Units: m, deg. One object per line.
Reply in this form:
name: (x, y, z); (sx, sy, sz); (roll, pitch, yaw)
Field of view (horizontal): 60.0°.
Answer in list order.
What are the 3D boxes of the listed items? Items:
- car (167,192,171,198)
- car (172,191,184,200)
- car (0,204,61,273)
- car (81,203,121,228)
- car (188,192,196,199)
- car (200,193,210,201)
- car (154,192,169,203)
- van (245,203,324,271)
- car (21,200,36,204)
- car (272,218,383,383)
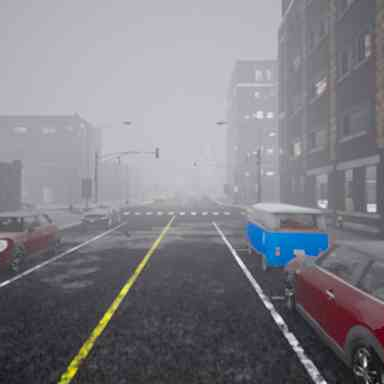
car: (-5.661, 1.153, 64.741); (1.887, 1.381, 4.507); (1, 0, 0)
car: (-2.982, 0.756, 77.405); (2.150, 2.045, 5.566); (0, 0, 0)
car: (-5.672, 1.378, 10.290); (1.967, 1.590, 4.097); (1, 0, 0)
car: (-5.672, 1.424, 21.104); (2.008, 1.369, 4.403); (1, 0, 0)
car: (0.022, 0.989, 87.144); (1.812, 1.442, 4.674); (0, 0, 0)
car: (2.723, 1.013, 70.486); (1.967, 1.590, 4.097); (1, 0, 0)
car: (-5.738, 1.187, 59.059); (1.887, 1.381, 4.507); (1, 0, 0)
van: (2.710, 1.279, 10.280); (1.690, 1.788, 3.998); (1, 0, 0)
car: (-19.291, 1.393, 36.362); (4.507, 1.381, 1.887); (0, 0, 1)
car: (2.706, 1.410, 4.873); (1.967, 1.590, 4.097); (1, 0, 0)
